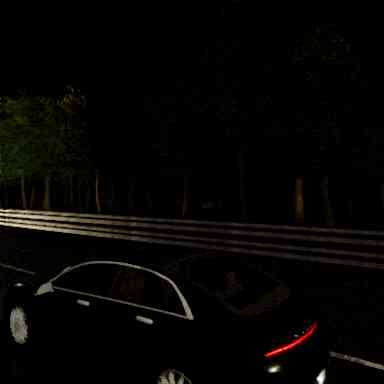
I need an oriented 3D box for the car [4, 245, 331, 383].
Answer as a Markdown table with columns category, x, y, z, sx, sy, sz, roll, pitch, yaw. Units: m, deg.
| category | x | y | z | sx | sy | sz | roll | pitch | yaw |
| --- | --- | --- | --- | --- | --- | --- | --- | --- | --- |
| car | -0.733 | 1.515 | 4.583 | 4.892 | 1.490 | 1.837 | 0 | 0 | 36 |
